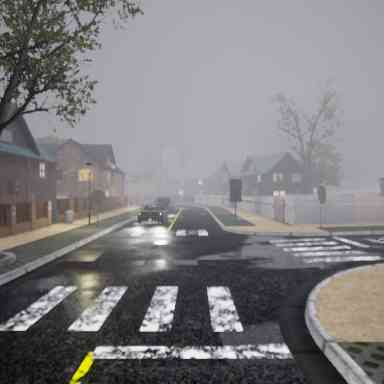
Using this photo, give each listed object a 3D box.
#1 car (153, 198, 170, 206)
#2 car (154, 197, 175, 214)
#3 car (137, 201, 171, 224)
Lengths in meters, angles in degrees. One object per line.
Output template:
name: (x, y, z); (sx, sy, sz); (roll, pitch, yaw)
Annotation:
car: (-5.044, 1.632, 54.742); (1.895, 1.301, 4.718); (0, 0, -17)
car: (-2.925, 1.317, 34.802); (2.097, 1.767, 4.553); (0, 0, -1)
car: (-2.854, 1.576, 24.836); (1.895, 1.301, 4.718); (0, 0, 0)
